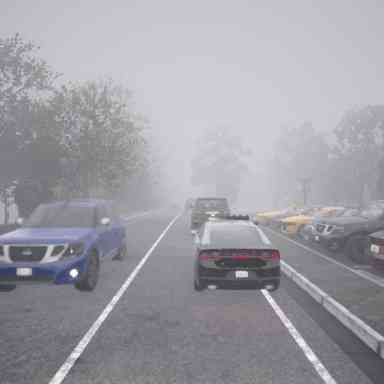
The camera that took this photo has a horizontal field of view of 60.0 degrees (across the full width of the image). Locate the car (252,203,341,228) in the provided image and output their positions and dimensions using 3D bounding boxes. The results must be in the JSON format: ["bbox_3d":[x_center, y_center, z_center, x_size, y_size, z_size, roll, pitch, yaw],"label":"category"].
[{"bbox_3d":[6.955,1.563,22.562,5.366,1.575,1.946,0,0,0],"label":"car"}]

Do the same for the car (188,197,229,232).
[{"bbox_3d":[1.022,1.296,19.157,2.150,2.045,5.566,0,-1,0],"label":"car"}]

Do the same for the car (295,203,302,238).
[{"bbox_3d":[7.147,1.382,14.245,4.553,1.767,2.185,0,0,0],"label":"car"}]

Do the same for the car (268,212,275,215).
[{"bbox_3d":[7.138,1.539,19.793,4.892,1.521,2.231,0,0,0],"label":"car"}]

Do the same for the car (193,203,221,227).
[{"bbox_3d":[1.037,1.621,25.128,1.882,1.535,5.008,0,-1,0],"label":"car"}]

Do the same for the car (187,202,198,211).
[{"bbox_3d":[0.149,2.615,59.681,1.837,1.490,4.892,0,-2,0],"label":"car"}]

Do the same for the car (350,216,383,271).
[{"bbox_3d":[7.128,1.527,8.696,4.792,1.488,2.163,0,0,0],"label":"car"}]

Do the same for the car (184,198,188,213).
[{"bbox_3d":[0.131,1.805,44.927,2.150,2.045,5.566,0,-2,0],"label":"car"}]

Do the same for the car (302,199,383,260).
[{"bbox_3d":[7.079,1.250,11.473,5.566,2.045,2.435,0,0,0],"label":"car"}]

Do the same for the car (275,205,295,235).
[{"bbox_3d":[7.130,1.519,17.021,5.008,1.535,2.097,0,0,0],"label":"car"}]

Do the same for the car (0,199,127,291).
[{"bbox_3d":[-3.327,1.236,9.376,2.150,2.045,5.566,0,0,0],"label":"car"}]

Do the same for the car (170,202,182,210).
[{"bbox_3d":[-3.090,2.590,63.012,2.097,1.767,4.553,0,-2,0],"label":"car"}]

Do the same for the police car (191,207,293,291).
[{"bbox_3d":[0.997,1.439,9.215,1.930,1.638,5.238,0,0,0],"label":"police car"}]
